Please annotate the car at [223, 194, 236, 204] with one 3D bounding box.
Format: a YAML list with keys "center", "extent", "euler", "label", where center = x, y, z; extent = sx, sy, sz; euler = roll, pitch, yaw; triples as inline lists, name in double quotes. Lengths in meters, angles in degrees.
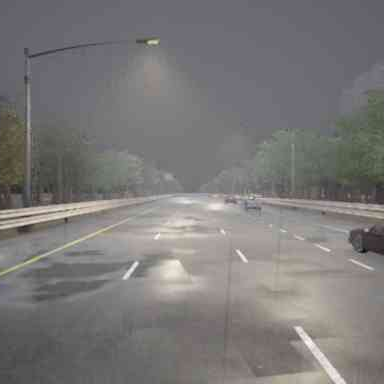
- center: [7.143, 1.364, 63.034]
  extent: [2.097, 1.767, 4.553]
  euler: [0, 0, 0]
  label: "car"

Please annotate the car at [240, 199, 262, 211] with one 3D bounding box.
- center: [7.068, 1.557, 40.156]
  extent: [2.033, 1.411, 5.357]
  euler: [0, 0, 0]
  label: "car"

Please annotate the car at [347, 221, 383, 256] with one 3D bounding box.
- center: [7.002, 1.550, 10.563]
  extent: [2.033, 1.411, 5.357]
  euler: [0, 0, 0]
  label: "car"
